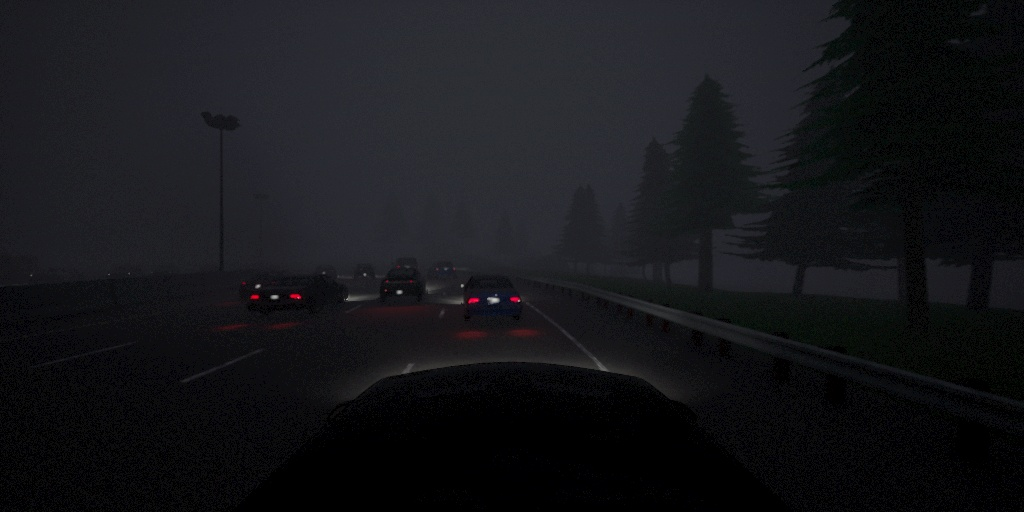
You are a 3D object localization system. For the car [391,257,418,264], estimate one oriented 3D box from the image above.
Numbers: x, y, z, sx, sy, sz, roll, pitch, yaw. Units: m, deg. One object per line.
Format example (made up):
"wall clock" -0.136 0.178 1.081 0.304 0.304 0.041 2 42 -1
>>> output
"car" -10.295 1.157 34.439 2.150 2.045 5.566 0 0 -23

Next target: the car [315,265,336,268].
"car" -18.380 1.547 35.302 1.994 1.385 4.181 0 0 -25

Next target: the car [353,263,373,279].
"car" -14.487 1.466 35.211 1.837 1.490 4.892 0 0 -23

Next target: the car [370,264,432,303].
"car" -5.244 1.333 17.615 2.128 1.511 4.902 0 0 -11

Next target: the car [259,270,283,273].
"car" -12.761 1.453 19.390 1.994 1.385 4.181 0 0 -12

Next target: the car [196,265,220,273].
"car" -32.330 1.635 38.486 1.994 1.385 4.181 0 0 -33

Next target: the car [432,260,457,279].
"car" -6.920 1.273 35.216 2.097 1.767 4.553 0 0 -22

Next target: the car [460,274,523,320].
"car" -0.842 1.346 12.878 2.033 1.411 5.357 0 0 -8

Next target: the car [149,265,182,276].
"car" -35.274 1.604 36.644 1.812 1.442 4.674 0 0 -33

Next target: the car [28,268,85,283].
"car" -40.574 1.690 32.056 1.895 1.301 4.718 0 0 -32

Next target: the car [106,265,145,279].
"car" -39.524 1.650 36.814 2.033 1.411 5.357 0 0 -35

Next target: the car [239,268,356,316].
"car" -8.063 1.390 14.064 2.033 1.411 5.357 0 0 -9
